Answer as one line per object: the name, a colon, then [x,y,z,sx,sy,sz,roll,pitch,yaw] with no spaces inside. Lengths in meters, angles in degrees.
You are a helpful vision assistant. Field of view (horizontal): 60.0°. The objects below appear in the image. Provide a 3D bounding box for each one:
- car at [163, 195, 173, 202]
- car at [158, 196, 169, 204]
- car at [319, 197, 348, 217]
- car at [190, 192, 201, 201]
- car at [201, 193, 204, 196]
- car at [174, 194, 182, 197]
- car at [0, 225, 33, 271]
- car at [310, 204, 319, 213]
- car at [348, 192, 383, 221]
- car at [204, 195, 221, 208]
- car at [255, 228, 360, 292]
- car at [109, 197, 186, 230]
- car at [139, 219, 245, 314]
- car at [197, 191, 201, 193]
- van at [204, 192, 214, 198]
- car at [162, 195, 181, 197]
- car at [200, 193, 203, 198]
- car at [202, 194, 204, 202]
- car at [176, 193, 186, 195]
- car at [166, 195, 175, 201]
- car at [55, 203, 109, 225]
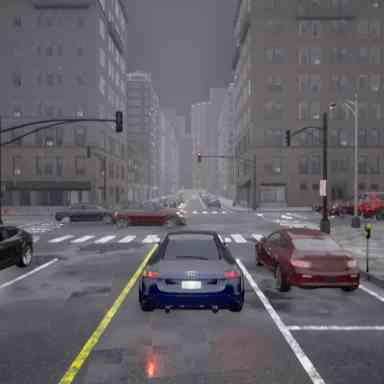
car: [-5.246,1.385,73.696,2.008,1.369,4.403,0,0,0]
car: [-5.345,1.476,62.591,1.802,1.307,4.206,0,0,0]
car: [13.551,1.135,27.894,4.553,1.767,2.097,-1,0,0]
car: [0.520,1.346,74.294,1.812,1.442,4.674,0,0,0]
car: [3.231,1.450,68.063,1.802,1.307,4.206,0,0,0]
car: [-2.749,1.447,53.735,1.812,1.442,4.674,0,0,0]
car: [-5.766,1.567,8.648,1.947,1.339,4.313,0,0,0]
car: [13.660,1.367,31.144,4.718,1.301,1.895,-1,0,0]
car: [14.966,1.001,24.426,5.566,2.045,2.150,-1,0,1]
car: [3.037,1.525,45.855,1.802,1.307,4.206,0,0,0]
car: [2.760,1.583,8.646,1.802,1.307,4.206,0,0,0]
car: [-2.623,1.395,21.249,4.553,1.767,2.097,-1,0,0]
car: [0.003,1.565,7.725,1.994,1.385,4.181,0,0,0]
car: [0.606,1.119,84.294,2.128,1.511,4.902,0,0,0]
van: [3.084,1.269,51.406,1.690,1.788,3.998,0,0,0]
car: [-2.836,1.453,43.830,1.837,1.490,4.892,0,0,2]
car: [3.279,1.416,73.620,1.802,1.307,4.206,0,0,0]
car: [3.132,1.458,56.958,1.887,1.381,4.507,0,0,0]
car: [-2.617,1.378,64.124,2.128,1.511,4.902,0,0,1]
car: [-5.198,1.378,79.249,1.802,1.307,4.206,0,0,0]
car: [-7.511,1.574,24.510,4.892,1.490,1.837,-1,1,0]
